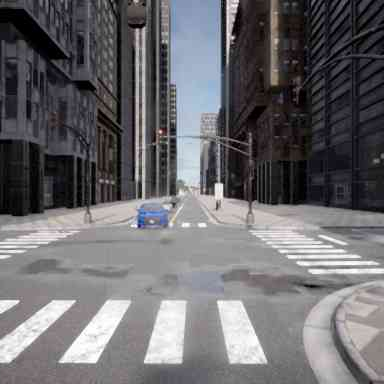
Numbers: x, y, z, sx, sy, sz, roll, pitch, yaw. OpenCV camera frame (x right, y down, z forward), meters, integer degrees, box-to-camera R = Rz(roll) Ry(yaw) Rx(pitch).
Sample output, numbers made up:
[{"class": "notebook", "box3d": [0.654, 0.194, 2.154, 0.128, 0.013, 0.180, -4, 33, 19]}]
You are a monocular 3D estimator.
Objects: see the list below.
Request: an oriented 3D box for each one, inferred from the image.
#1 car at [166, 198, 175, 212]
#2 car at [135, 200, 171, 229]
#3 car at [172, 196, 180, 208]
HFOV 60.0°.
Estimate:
[{"class": "car", "box3d": [-3.170, 1.610, 35.954, 1.895, 1.301, 4.718, 0, 0, 0]}, {"class": "car", "box3d": [-2.681, 1.481, 22.014, 1.882, 1.535, 5.008, 0, 0, -8]}, {"class": "car", "box3d": [-3.191, 1.617, 49.247, 1.895, 1.301, 4.718, 0, 0, 0]}]
